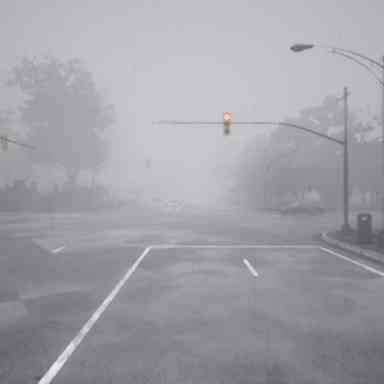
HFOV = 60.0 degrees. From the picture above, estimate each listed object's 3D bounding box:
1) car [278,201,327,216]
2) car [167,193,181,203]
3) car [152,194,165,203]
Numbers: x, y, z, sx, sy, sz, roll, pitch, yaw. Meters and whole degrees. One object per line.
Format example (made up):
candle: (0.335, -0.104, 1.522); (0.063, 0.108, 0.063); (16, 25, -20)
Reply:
car: (10.883, 1.607, 32.929); (4.674, 1.442, 1.812); (-1, 0, -3)
car: (-3.685, 1.571, 68.861); (1.812, 1.442, 4.674); (0, 0, -1)
car: (-7.179, 1.600, 68.617); (1.994, 1.385, 4.181); (0, 0, -1)
